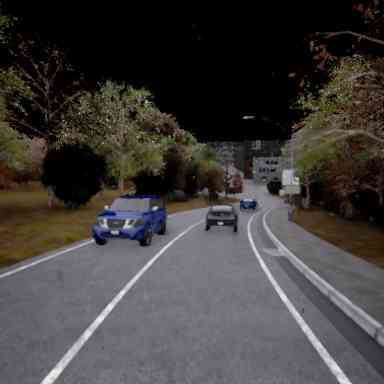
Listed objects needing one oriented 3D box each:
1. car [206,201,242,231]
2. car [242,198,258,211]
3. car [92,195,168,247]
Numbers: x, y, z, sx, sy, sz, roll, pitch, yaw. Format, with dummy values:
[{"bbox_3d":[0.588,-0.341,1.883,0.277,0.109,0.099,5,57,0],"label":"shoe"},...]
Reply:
[{"bbox_3d":[1.967,1.491,20.743,1.837,1.490,4.892,1,0,9],"label":"car"},{"bbox_3d":[7.262,1.502,42.141,1.882,1.535,5.008,2,0,17],"label":"car"},{"bbox_3d":[-2.567,1.161,15.238,2.150,2.045,5.566,1,0,7],"label":"car"}]
